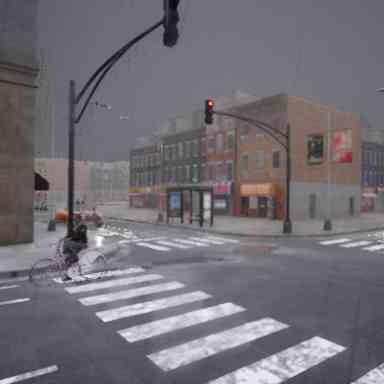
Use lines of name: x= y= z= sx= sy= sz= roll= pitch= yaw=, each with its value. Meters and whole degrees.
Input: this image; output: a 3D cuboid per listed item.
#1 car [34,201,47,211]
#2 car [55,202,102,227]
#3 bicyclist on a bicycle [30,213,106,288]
car: x=-21.216 y=1.866 z=45.332 sx=1.994 sy=1.385 sz=4.181 roll=1 pitch=-1 yaw=-37
car: x=-8.136 y=1.513 z=23.806 sx=2.097 sy=1.767 sz=4.553 roll=1 pitch=-1 yaw=-38
bicyclist on a bicycle: x=-3.009 y=1.408 z=8.203 sx=1.843 sy=1.776 sz=0.659 roll=1 pitch=-1 yaw=-36
